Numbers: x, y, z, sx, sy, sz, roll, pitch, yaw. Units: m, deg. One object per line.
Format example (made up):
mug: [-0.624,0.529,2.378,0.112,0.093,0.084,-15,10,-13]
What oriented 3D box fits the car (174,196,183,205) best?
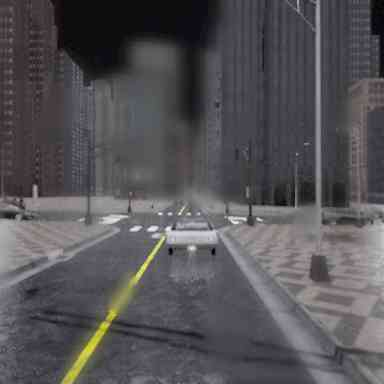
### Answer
car: [-2.975,2.250,74.494,2.033,1.411,5.357,0,-1,0]

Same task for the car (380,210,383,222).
car: [17.960,2.079,26.635,4.829,1.417,1.752,1,-1,0]

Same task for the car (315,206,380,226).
car: [12.147,2.030,26.638,4.313,1.339,1.947,1,-1,0]

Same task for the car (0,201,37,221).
car: [-14.761,1.622,26.559,4.403,1.369,2.008,1,-1,0]

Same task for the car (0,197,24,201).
car: [-20.202,1.387,35.092,5.009,1.841,2.192,1,-1,0]

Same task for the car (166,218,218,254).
car: [0.006,1.737,14.110,1.895,1.301,4.718,0,-1,0]
